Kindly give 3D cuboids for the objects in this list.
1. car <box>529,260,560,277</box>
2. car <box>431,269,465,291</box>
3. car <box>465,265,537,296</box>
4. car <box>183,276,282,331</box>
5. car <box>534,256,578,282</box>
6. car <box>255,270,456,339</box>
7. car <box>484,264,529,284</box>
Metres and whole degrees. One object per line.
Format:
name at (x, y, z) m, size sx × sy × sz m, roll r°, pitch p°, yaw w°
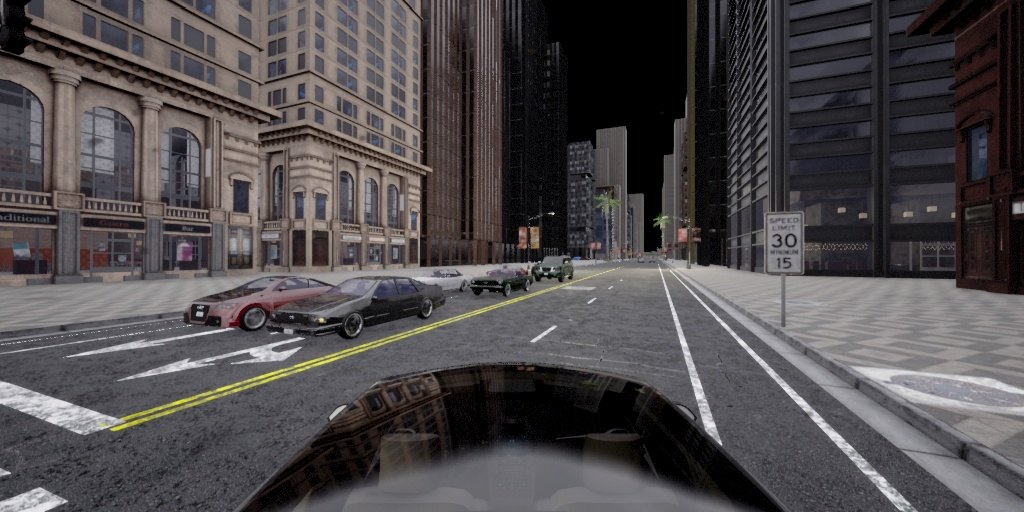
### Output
car at (3.538, 1.250, 37.897) m, size 1.882 × 1.535 × 5.008 m, roll 0°, pitch 0°, yaw 22°
car at (-4.021, 1.356, 19.200) m, size 1.895 × 1.301 × 4.718 m, roll 0°, pitch 0°, yaw 22°
car at (-0.439, 1.357, 19.394) m, size 1.895 × 1.301 × 4.718 m, roll 0°, pitch 0°, yaw 22°
car at (-7.285, 1.315, 11.069) m, size 1.994 × 1.385 × 4.181 m, roll 0°, pitch 0°, yaw 22°
car at (3.555, 0.986, 29.318) m, size 2.150 × 2.045 × 5.566 m, roll 0°, pitch 0°, yaw 22°
car at (-4.016, 1.299, 10.497) m, size 2.033 × 1.411 × 5.357 m, roll 0°, pitch 0°, yaw 22°
car at (-0.304, 1.364, 28.442) m, size 1.895 × 1.301 × 4.718 m, roll 0°, pitch 0°, yaw 22°
